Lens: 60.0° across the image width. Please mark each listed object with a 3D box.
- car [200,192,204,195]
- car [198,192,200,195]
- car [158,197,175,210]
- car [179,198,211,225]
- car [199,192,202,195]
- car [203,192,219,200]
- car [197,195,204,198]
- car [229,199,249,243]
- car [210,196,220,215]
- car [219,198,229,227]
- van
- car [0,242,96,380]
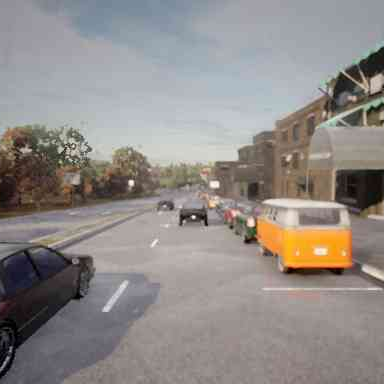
[{"bbox_3d":[3.219,1.317,65.513,2.231,1.521,4.892,0,0,0],"label":"car"},{"bbox_3d":[3.210,1.037,76.722,2.435,2.045,5.566,0,0,0],"label":"car"},{"bbox_3d":[-3.147,1.401,41.016,1.837,1.490,4.892,0,0,0],"label":"car"},{"bbox_3d":[0.099,1.419,23.467,1.882,1.535,5.008,0,0,0],"label":"car"},{"bbox_3d":[3.216,1.303,71.039,2.231,1.521,4.892,0,0,0],"label":"car"},{"bbox_3d":[3.230,1.232,48.912,2.185,1.767,4.553,0,0,0],"label":"car"},{"bbox_3d":[0.103,1.444,41.326,2.033,1.411,5.357,0,0,0],"label":"car"},{"bbox_3d":[3.227,1.314,15.886,2.185,1.767,4.553,0,0,0],"label":"car"},{"bbox_3d":[3.227,1.400,32.361,2.231,1.521,4.892,0,0,0],"label":"car"},{"bbox_3d":[3.227,1.301,21.410,2.185,1.767,4.553,0,0,0],"label":"car"},{"bbox_3d":[3.226,1.228,10.508,1.878,1.987,4.442,0,0,0],"label":"van"},{"bbox_3d":[-3.150,1.534,5.296,2.033,1.411,5.357,0,0,0],"label":"car"}]
